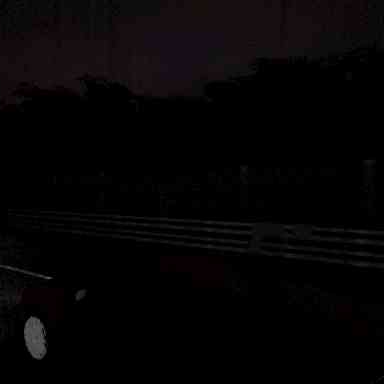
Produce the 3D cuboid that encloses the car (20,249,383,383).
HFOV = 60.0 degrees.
[{"bbox_3d":[-0.180,1.478,4.121,5.008,1.535,1.882,0,0,35],"label":"car"}]
